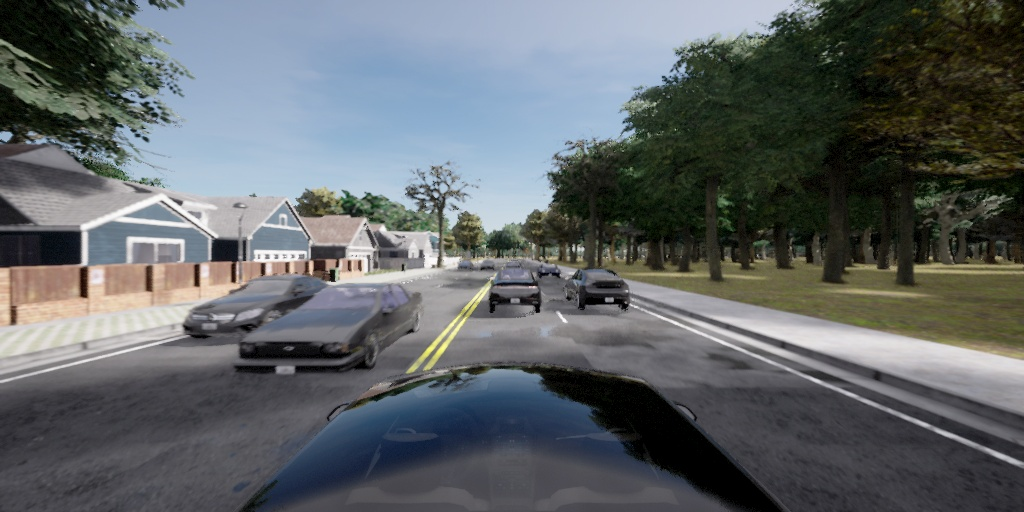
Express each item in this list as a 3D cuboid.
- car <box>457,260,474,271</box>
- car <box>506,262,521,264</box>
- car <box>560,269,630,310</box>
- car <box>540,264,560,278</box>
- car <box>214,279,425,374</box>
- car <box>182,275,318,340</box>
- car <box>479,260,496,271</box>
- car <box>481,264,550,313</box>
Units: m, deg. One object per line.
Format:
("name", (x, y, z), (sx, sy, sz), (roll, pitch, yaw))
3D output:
("car", (-6.564, 1.313, 51.347), (2.033, 1.411, 5.357), (0, 0, 0))
("car", (0.108, 1.254, 33.411), (2.128, 1.511, 4.902), (0, 0, 0))
("car", (3.353, 1.262, 14.756), (1.837, 1.490, 4.892), (0, 0, 0))
("car", (3.357, 1.364, 33.685), (1.895, 1.301, 4.718), (0, 0, 0))
("car", (-3.351, 1.301, 7.969), (2.033, 1.411, 5.357), (0, 0, 0))
("car", (-6.597, 1.281, 10.144), (1.812, 1.442, 4.674), (0, 0, 0))
("car", (-3.320, 1.268, 49.337), (1.837, 1.490, 4.892), (0, 0, 0))
("car", (0.105, 1.249, 14.124), (2.128, 1.511, 4.902), (0, 0, 0))
